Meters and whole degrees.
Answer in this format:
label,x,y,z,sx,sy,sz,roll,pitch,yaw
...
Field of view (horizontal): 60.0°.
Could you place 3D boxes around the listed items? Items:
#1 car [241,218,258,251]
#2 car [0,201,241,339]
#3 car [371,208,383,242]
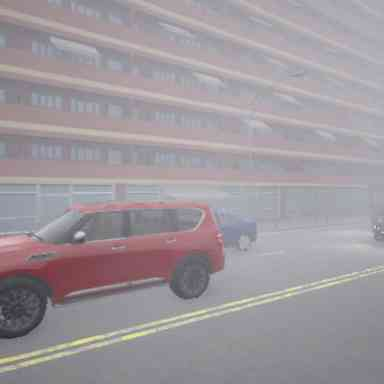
label,x,y,z,sx,sy,sz,roll,pitch,yaw
car,0.276,1.481,12.623,5.008,1.535,1.882,-1,0,-34
car,-1.837,1.223,6.951,5.566,2.045,2.150,0,0,-34
car,10.154,1.511,15.099,4.892,1.490,1.837,0,0,-34
